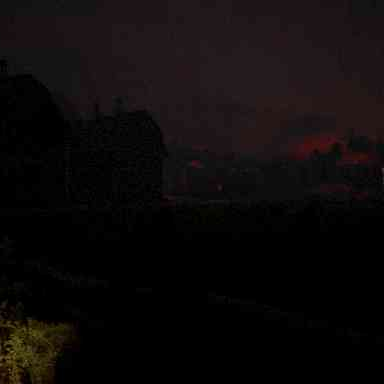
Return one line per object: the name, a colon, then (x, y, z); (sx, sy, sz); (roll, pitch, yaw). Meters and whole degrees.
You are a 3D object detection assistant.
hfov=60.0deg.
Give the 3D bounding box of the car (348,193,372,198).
car: (41.535, 1.222, 83.081); (4.605, 1.855, 1.932); (1, 0, 35)
